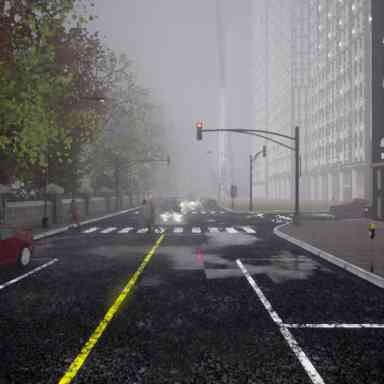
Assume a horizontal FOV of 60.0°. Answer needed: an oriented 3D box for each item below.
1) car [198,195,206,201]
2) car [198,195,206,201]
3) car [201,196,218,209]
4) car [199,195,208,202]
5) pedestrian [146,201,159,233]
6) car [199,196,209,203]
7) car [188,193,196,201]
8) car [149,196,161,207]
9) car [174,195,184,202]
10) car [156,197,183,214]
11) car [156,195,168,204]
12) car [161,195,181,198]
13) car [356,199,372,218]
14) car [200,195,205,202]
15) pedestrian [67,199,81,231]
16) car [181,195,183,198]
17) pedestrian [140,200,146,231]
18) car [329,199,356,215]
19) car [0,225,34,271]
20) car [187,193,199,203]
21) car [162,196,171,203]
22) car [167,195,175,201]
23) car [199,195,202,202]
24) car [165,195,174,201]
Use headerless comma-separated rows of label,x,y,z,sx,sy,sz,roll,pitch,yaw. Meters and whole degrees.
car,2.670,1.642,91.653,2.008,1.369,4.403,0,0,0
car,2.672,1.521,86.020,1.967,1.590,4.097,0,0,0
car,2.680,1.592,46.594,1.947,1.339,4.313,0,0,0
car,2.673,1.511,80.389,1.967,1.590,4.097,0,0,0
pedestrian,-2.142,1.298,17.865,0.375,1.860,0.375,0,0,0
car,2.675,1.606,74.757,1.887,1.381,4.507,0,0,0
car,-0.020,1.177,83.910,2.150,2.045,5.566,0,0,0
car,-5.701,1.613,52.224,1.802,1.307,4.206,0,0,0
car,-3.018,1.475,77.655,2.128,1.511,4.902,0,0,0
car,-2.392,1.581,35.554,1.994,1.385,4.181,0,0,-12
car,-5.703,1.485,63.490,1.967,1.590,4.097,0,0,0
car,-3.106,1.521,49.654,2.128,1.511,4.902,0,0,0
car,14.668,1.282,24.005,4.313,1.339,1.947,-1,1,0
car,2.679,1.597,52.226,1.947,1.339,4.313,0,0,0
pedestrian,-6.795,1.299,19.147,0.375,1.860,0.375,0,0,0
car,-3.074,1.570,63.149,1.812,1.442,4.674,0,0,1
pedestrian,-2.561,1.298,18.548,0.375,1.860,0.375,0,0,0
car,14.599,1.308,29.806,4.181,1.385,1.994,-1,0,0
car,-5.819,1.546,8.673,1.887,1.381,4.507,0,0,0
car,-0.017,1.590,73.463,2.033,1.411,5.357,0,0,0
car,-5.706,1.586,74.585,1.752,1.417,4.829,0,0,0
car,-5.711,1.636,91.651,1.887,1.381,4.507,0,0,0
car,2.678,1.604,57.859,1.947,1.339,4.313,0,0,0
car,-5.708,1.521,86.018,1.967,1.590,4.097,0,0,0
